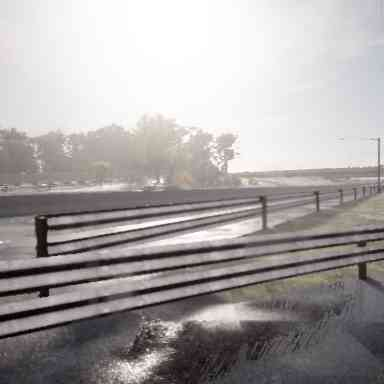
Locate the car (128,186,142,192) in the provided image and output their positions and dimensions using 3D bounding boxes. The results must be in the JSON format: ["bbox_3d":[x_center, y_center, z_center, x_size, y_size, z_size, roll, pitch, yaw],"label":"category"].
[{"bbox_3d":[-6.742,0.114,46.920,2.150,2.045,5.566,0,1,33],"label":"car"}]

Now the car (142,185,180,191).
[{"bbox_3d":[-3.752,0.099,45.099,2.150,2.045,5.566,0,1,33],"label":"car"}]

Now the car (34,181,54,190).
[{"bbox_3d":[-29.661,-1.373,66.411,2.097,1.767,4.553,-1,4,14],"label":"car"}]
